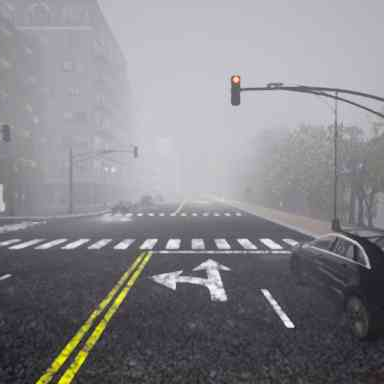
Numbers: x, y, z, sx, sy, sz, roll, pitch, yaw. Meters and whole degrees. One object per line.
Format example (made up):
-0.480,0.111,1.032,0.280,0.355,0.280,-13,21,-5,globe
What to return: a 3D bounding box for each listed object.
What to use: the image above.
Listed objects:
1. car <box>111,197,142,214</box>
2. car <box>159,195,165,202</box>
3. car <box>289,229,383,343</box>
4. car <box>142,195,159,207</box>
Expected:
-6.759,1.473,33.905,1.895,1.301,4.718,0,0,4,car
-6.461,1.294,65.407,1.812,1.442,4.674,0,0,0,car
3.358,1.466,6.396,2.128,1.511,4.902,0,0,-1,car
-6.543,1.178,48.404,2.097,1.767,4.553,0,0,0,car
